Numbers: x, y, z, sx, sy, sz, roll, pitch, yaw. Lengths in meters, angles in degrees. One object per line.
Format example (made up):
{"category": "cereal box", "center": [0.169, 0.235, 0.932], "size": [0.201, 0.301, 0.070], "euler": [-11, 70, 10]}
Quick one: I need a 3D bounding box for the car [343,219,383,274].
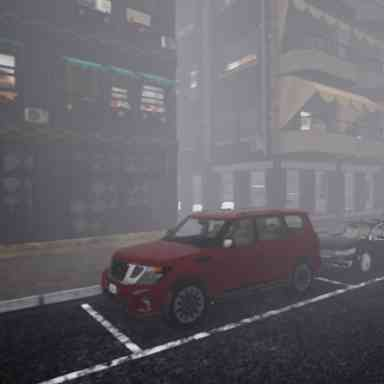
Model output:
{"category": "car", "center": [5.266, 1.536, 10.342], "size": [4.403, 1.369, 2.008], "euler": [0, -1, -36]}

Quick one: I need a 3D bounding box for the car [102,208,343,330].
{"category": "car", "center": [0.714, 1.308, 7.075], "size": [5.009, 1.841, 2.192], "euler": [0, -1, -36]}
